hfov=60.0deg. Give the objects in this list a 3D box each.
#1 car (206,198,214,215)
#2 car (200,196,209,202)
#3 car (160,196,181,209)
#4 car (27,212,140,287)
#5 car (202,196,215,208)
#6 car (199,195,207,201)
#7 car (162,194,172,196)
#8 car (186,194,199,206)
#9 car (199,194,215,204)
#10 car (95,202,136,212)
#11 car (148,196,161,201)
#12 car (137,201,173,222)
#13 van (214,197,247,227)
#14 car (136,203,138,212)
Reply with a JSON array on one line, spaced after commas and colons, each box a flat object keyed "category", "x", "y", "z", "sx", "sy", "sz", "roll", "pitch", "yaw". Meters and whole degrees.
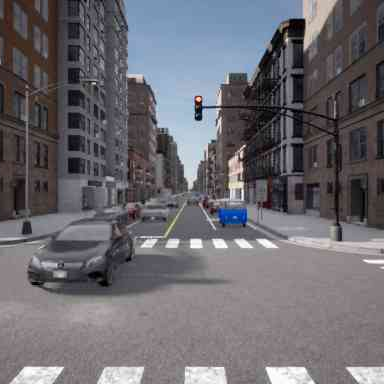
[{"category": "car", "x": 2.676, "y": 1.581, "z": 33.844, "sx": 1.802, "sy": 1.307, "sz": 4.206, "roll": 0, "pitch": 0, "yaw": 0}, {"category": "car", "x": 2.721, "y": 1.525, "z": 73.614, "sx": 2.008, "sy": 1.369, "sz": 4.403, "roll": 0, "pitch": 0, "yaw": 0}, {"category": "car", "x": -2.781, "y": 1.559, "z": 45.211, "sx": 1.994, "sy": 1.385, "sz": 4.181, "roll": 0, "pitch": 0, "yaw": 0}, {"category": "car", "x": -2.832, "y": 1.516, "z": 9.482, "sx": 1.812, "sy": 1.442, "sz": 4.674, "roll": 0, "pitch": 0, "yaw": 0}, {"category": "car", "x": 2.689, "y": 1.577, "z": 45.207, "sx": 1.802, "sy": 1.307, "sz": 4.206, "roll": 0, "pitch": 0, "yaw": 0}, {"category": "car", "x": 2.734, "y": 1.532, "z": 84.976, "sx": 1.947, "sy": 1.339, "sz": 4.313, "roll": 0, "pitch": 0, "yaw": 0}, {"category": "car", "x": -5.317, "y": 1.549, "z": 62.256, "sx": 1.947, "sy": 1.339, "sz": 4.313, "roll": 0, "pitch": 0, "yaw": 0}, {"category": "car", "x": 0.168, "y": 1.479, "z": 55.380, "sx": 2.128, "sy": 1.511, "sz": 4.902, "roll": 0, "pitch": 0, "yaw": 0}, {"category": "car", "x": 2.696, "y": 1.306, "z": 50.889, "sx": 2.192, "sy": 1.841, "sz": 5.009, "roll": 0, "pitch": 0, "yaw": 0}, {"category": "car", "x": -5.362, "y": 1.550, "z": 22.483, "sx": 2.008, "sy": 1.369, "sz": 4.403, "roll": 0, "pitch": 0, "yaw": 0}, {"category": "car", "x": -5.336, "y": 1.520, "z": 45.040, "sx": 1.752, "sy": 1.417, "sz": 4.829, "roll": 0, "pitch": 0, "yaw": 0}, {"category": "car", "x": -2.820, "y": 1.600, "z": 26.247, "sx": 1.895, "sy": 1.301, "sz": 4.718, "roll": 0, "pitch": 0, "yaw": 0}, {"category": "van", "x": 2.663, "y": 1.340, "z": 22.482, "sx": 1.690, "sy": 1.788, "sz": 3.998, "roll": 0, "pitch": 0, "yaw": 0}, {"category": "car", "x": -5.356, "y": 1.544, "z": 28.164, "sx": 1.887, "sy": 1.381, "sz": 4.507, "roll": 0, "pitch": 0, "yaw": 0}]
